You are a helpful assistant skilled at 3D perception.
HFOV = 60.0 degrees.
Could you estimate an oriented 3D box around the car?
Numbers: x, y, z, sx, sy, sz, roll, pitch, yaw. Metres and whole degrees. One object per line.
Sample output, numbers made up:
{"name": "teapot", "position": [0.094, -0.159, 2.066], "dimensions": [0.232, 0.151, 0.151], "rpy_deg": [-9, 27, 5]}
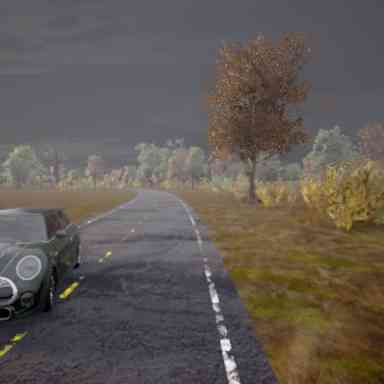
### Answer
{"name": "car", "position": [-3.701, 1.162, 7.029], "dimensions": [2.097, 1.767, 4.553], "rpy_deg": [0, 2, -10]}
